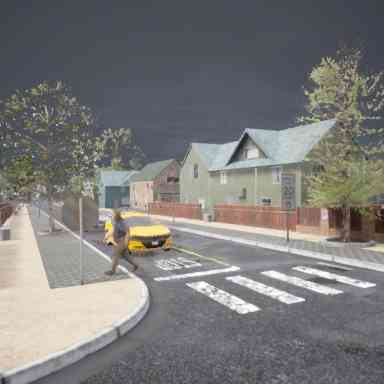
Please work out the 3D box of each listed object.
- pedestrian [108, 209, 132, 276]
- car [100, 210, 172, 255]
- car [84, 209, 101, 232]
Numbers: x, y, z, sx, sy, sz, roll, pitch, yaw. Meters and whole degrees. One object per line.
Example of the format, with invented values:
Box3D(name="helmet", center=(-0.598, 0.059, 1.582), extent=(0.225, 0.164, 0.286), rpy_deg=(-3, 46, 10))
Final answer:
Box3D(name="pedestrian", center=(-1.967, 1.318, 9.044), extent=(0.375, 1.860, 0.375), rpy_deg=(-2, 1, -27))
Box3D(name="car", center=(-2.534, 1.719, 14.882), extent=(1.882, 1.535, 5.008), rpy_deg=(-1, -1, -27))
Box3D(name="car", center=(-6.998, 1.940, 23.706), extent=(1.812, 1.442, 4.674), rpy_deg=(-1, -1, -27))
